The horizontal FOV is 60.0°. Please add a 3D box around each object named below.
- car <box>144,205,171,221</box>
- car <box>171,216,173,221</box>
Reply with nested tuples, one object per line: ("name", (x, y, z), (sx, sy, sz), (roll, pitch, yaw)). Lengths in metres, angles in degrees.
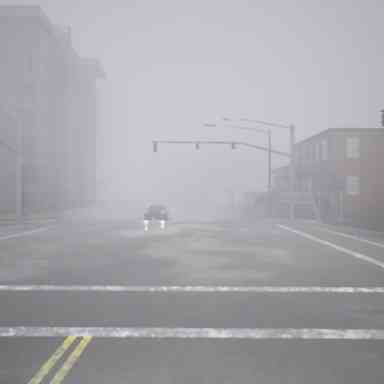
("car", (-3.596, 2.065, 33.888), (2.097, 1.767, 4.553), (0, -5, 0))
("car", (-3.594, 3.645, 43.948), (2.097, 1.767, 4.553), (0, -12, 0))
